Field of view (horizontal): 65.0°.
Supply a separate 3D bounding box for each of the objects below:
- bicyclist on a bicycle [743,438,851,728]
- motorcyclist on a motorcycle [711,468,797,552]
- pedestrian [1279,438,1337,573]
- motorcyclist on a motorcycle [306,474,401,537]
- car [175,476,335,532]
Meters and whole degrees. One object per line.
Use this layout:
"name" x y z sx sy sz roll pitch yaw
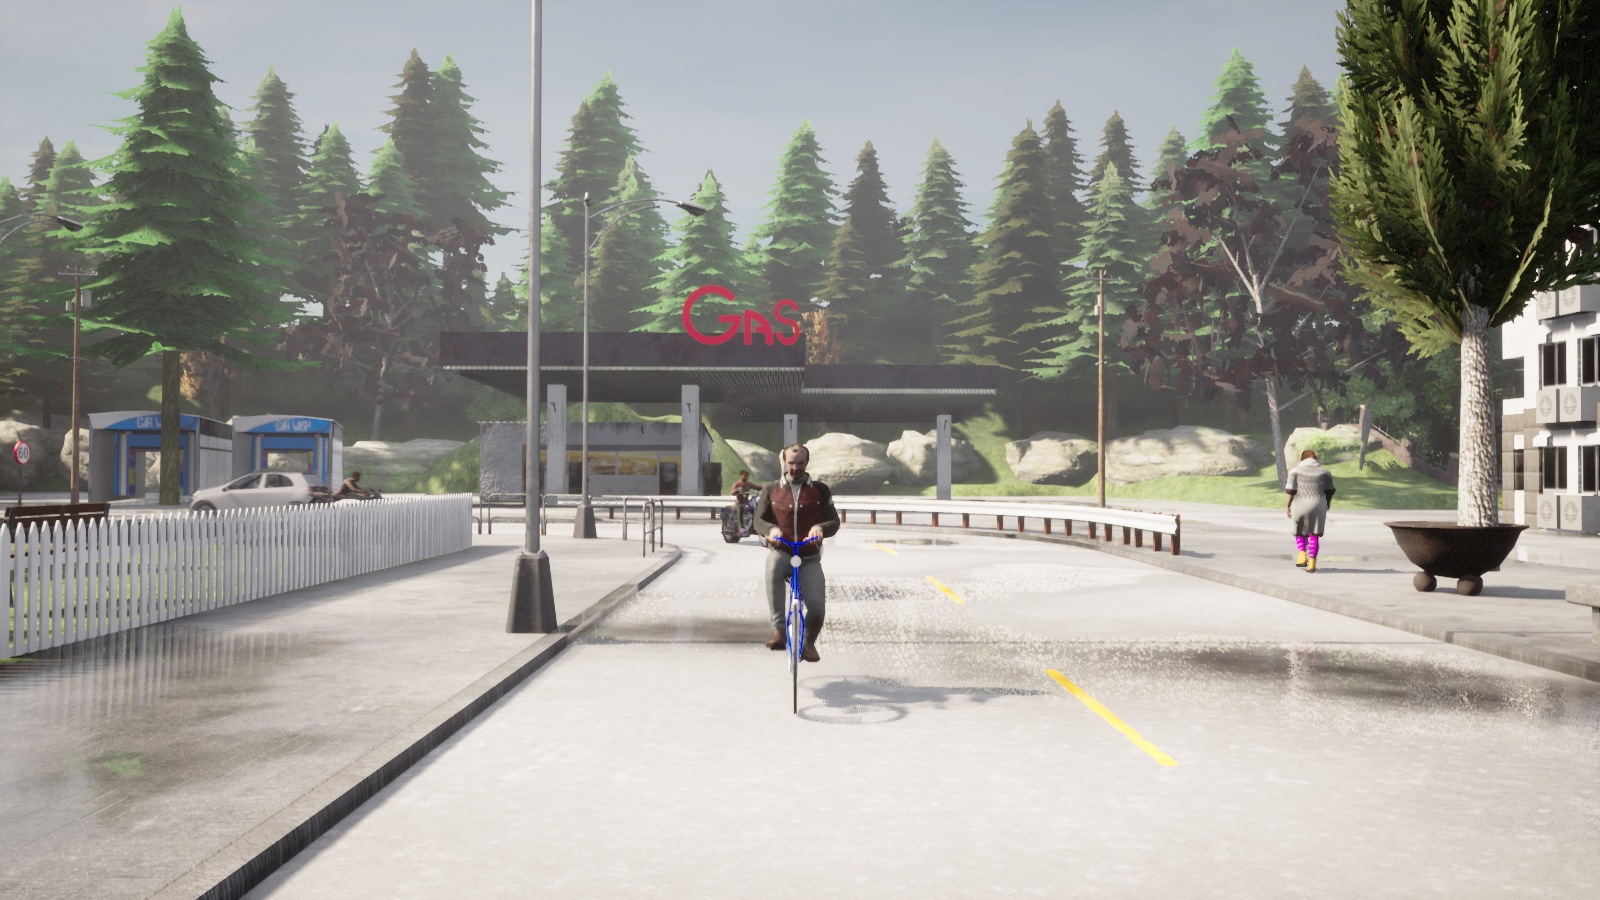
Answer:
"bicyclist on a bicycle" -0.022 0.831 8.615 0.659 1.776 1.843 0 -1 0
"motorcyclist on a motorcycle" -0.988 1.213 26.163 0.766 1.649 2.350 -1 0 -30
"pedestrian" 7.562 0.811 18.715 0.659 1.952 0.873 0 -1 13
"motorcyclist on a motorcycle" -11.010 1.366 31.018 2.044 1.523 0.797 0 -1 0
"car" -15.128 1.481 34.999 3.633 1.501 1.845 0 -1 0
